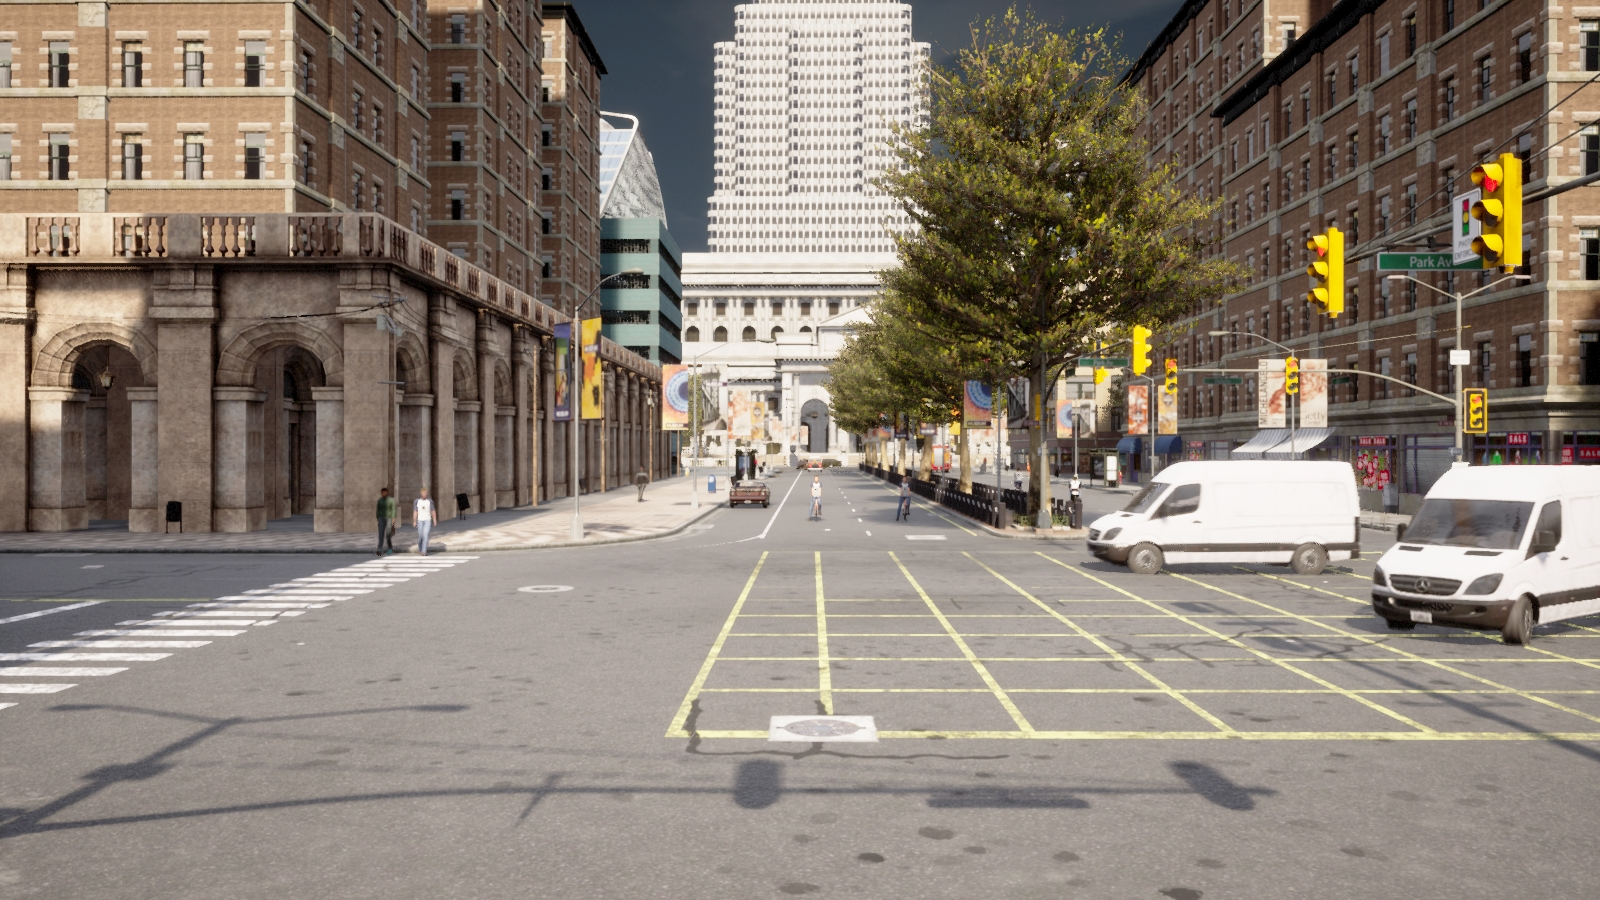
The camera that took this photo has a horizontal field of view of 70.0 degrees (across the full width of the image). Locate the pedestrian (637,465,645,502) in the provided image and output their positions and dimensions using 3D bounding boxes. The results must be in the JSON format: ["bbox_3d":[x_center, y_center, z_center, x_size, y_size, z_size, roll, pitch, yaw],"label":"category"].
[{"bbox_3d":[-8.082,1.696,58.128,0.375,1.860,0.375,0,0,2],"label":"pedestrian"}]

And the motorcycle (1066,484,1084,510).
[{"bbox_3d":[13.138,2.213,54.559,0.803,1.145,2.033,1,0,14],"label":"motorcycle"}]

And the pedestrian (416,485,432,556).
[{"bbox_3d":[-9.902,1.849,30.079,0.375,1.860,0.375,0,0,-24],"label":"pedestrian"}]

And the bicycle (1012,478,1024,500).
[{"bbox_3d":[12.390,2.206,64.954,0.373,1.196,1.643,0,0,1],"label":"bicycle"}]

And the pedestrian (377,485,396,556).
[{"bbox_3d":[-10.907,1.848,30.133,0.375,1.860,0.375,0,0,0],"label":"pedestrian"}]

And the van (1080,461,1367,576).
[{"bbox_3d":[9.682,1.534,26.474,5.915,2.561,1.988,0,0,0],"label":"van"}]

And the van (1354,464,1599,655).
[{"bbox_3d":[11.452,1.534,18.116,5.915,2.561,1.988,0,0,-33],"label":"van"}]
